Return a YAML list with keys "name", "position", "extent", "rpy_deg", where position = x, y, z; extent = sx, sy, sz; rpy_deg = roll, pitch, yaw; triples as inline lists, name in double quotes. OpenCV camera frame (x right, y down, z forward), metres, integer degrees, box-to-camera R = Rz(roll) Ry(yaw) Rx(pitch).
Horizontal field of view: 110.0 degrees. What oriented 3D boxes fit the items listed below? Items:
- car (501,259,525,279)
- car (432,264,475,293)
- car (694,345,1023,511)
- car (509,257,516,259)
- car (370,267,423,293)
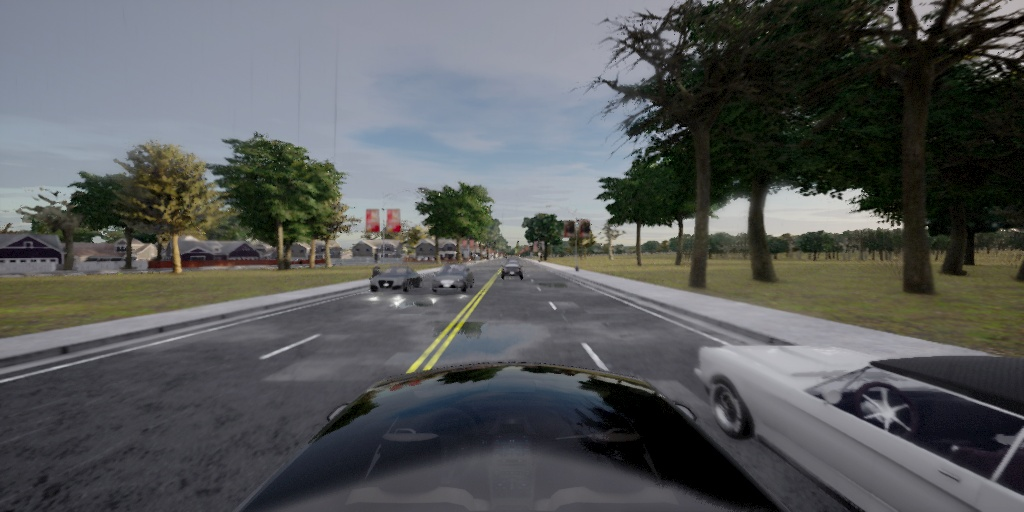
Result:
- name: "car"
  position: [0.011, 1.256, 32.457]
  extent: [1.812, 1.442, 4.674]
  rpy_deg: [0, 0, 0]
- name: "car"
  position: [-3.272, 1.232, 20.622]
  extent: [2.128, 1.511, 4.902]
  rpy_deg: [0, 0, 1]
- name: "car"
  position: [3.251, 1.350, 2.449]
  extent: [1.895, 1.301, 4.718]
  rpy_deg: [0, 0, 0]
- name: "car"
  position: [0.120, 1.237, 50.915]
  extent: [1.812, 1.442, 4.674]
  rpy_deg: [0, 0, 0]
- name: "car"
  position: [-6.524, 1.305, 20.588]
  extent: [1.994, 1.385, 4.181]
  rpy_deg: [0, 0, 1]
